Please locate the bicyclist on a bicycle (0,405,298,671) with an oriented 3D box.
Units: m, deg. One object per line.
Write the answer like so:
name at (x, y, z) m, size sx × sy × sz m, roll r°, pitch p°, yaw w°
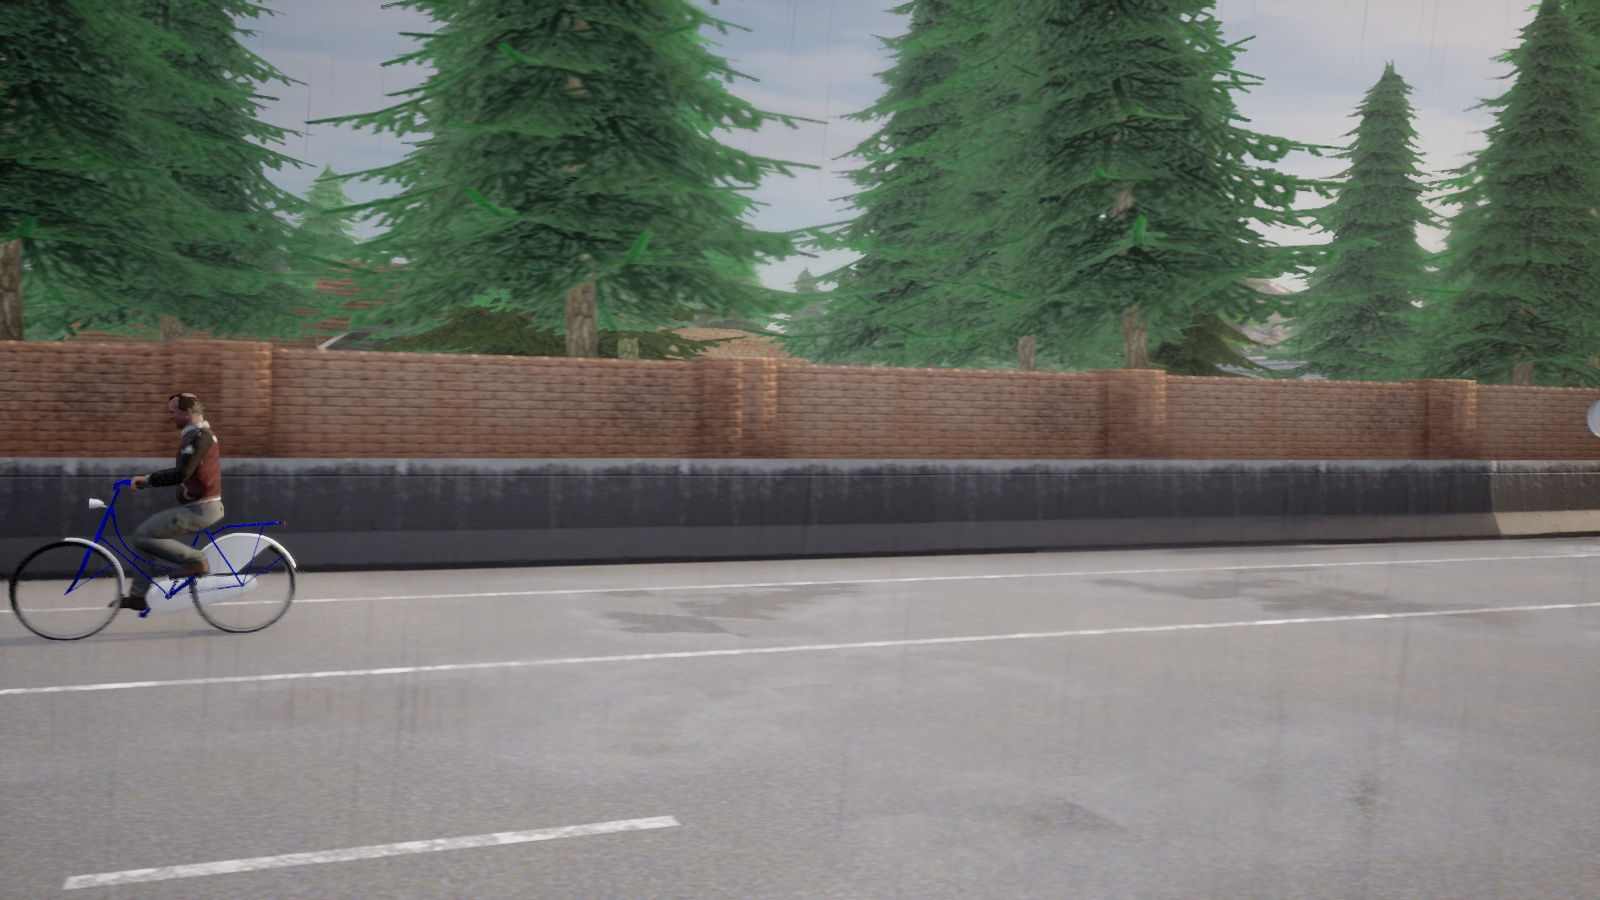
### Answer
bicyclist on a bicycle at (-4.598, 0.572, 8.979) m, size 1.843 × 1.776 × 0.659 m, roll -1°, pitch 1°, yaw -21°
